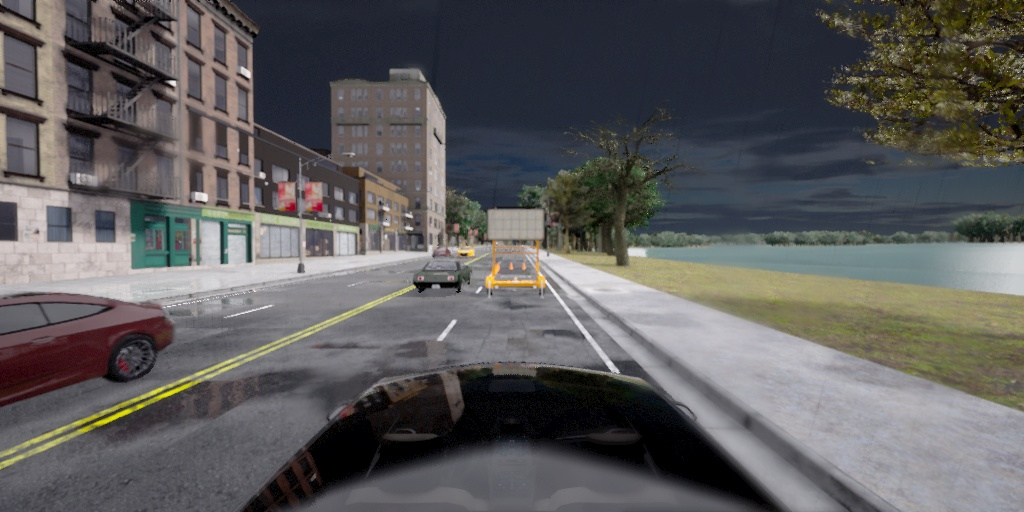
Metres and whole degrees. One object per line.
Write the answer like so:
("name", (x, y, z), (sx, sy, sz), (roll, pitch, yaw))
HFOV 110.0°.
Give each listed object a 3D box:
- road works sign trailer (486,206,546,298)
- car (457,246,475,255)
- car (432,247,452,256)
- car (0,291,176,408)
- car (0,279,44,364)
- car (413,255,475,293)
("road works sign trailer", (0.159, -0.243, 14.971), (2.380, 3.560, 2.880), (0, 0, 1))
("car", (-6.024, -0.530, 47.494), (1.882, 1.535, 5.008), (0, 2, 1))
("car", (-9.270, -0.486, 47.596), (1.812, 1.442, 4.674), (0, 2, 1))
("car", (-6.574, 1.199, 4.109), (1.812, 1.442, 4.674), (0, 2, 1))
("car", (-9.825, 1.223, 4.032), (2.033, 1.411, 5.357), (0, 2, 1))
("car", (-2.973, 0.839, 16.421), (1.895, 1.301, 4.718), (0, 2, 1))
